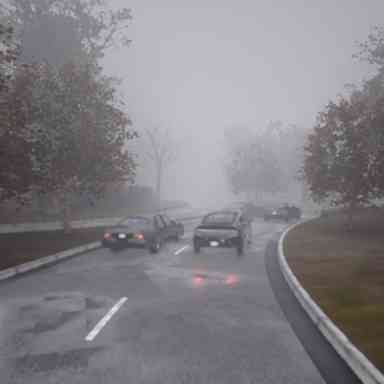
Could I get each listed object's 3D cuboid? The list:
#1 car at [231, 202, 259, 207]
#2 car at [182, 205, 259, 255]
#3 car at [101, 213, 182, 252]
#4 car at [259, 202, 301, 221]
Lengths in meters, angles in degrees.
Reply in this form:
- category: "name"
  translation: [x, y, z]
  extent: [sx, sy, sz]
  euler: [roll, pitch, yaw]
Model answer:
- category: "car"
  translation: [4.455, 1.518, 28.347]
  extent: [2.033, 1.411, 5.357]
  euler: [0, 1, 34]
- category: "car"
  translation: [1.393, 1.549, 13.721]
  extent: [2.128, 1.511, 4.902]
  euler: [0, 0, 15]
- category: "car"
  translation: [-1.851, 1.606, 14.229]
  extent: [2.033, 1.411, 5.357]
  euler: [0, 0, 14]
- category: "car"
  translation: [7.352, 1.524, 26.815]
  extent: [1.994, 1.385, 4.181]
  euler: [0, 1, 34]
